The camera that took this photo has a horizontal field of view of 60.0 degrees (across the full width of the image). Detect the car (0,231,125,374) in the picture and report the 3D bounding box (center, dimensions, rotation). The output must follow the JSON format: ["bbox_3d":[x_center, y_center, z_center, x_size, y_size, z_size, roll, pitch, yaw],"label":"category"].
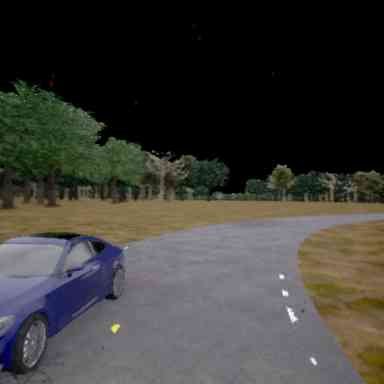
[{"bbox_3d":[-2.593,1.480,5.768,1.812,1.442,4.674,1,0,9],"label":"car"}]
